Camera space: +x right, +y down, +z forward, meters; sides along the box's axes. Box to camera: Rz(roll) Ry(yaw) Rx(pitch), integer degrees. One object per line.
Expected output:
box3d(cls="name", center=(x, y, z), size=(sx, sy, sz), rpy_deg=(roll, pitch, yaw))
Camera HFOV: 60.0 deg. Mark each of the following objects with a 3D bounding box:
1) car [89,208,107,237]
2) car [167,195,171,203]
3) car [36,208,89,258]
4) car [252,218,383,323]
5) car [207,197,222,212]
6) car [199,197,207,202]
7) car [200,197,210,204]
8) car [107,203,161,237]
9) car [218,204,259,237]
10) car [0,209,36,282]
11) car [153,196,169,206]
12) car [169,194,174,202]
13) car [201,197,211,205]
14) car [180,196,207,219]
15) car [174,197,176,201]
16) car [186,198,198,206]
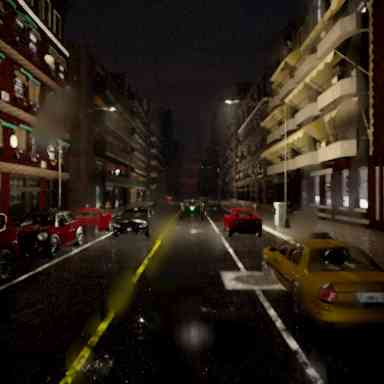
box3d(cls="car", center=(-5.687, 1.601, 18.391), size=(1.887, 1.381, 4.507), rpy_deg=(0, 0, 0))
box3d(cls="car", center=(-5.684, 1.738, 63.480), size=(2.008, 1.369, 4.403), rpy_deg=(0, 0, 0))
box3d(cls="car", center=(-5.688, 1.479, 12.754), size=(1.967, 1.590, 4.097), rpy_deg=(0, 0, 0))
box3d(cls="car", center=(2.692, 1.548, 7.284), size=(1.752, 1.417, 4.829), rpy_deg=(0, 0, 0))
box3d(cls="car", center=(2.695, 1.673, 40.930), size=(2.008, 1.369, 4.403), rpy_deg=(0, 0, 0))
box3d(cls="car", center=(2.699, 1.817, 80.384), size=(1.802, 1.307, 4.206), rpy_deg=(0, 0, 0))
box3d(cls="car", center=(2.698, 1.769, 69.111), size=(1.947, 1.339, 4.313), rpy_deg=(0, 0, 0))
box3d(cls="car", center=(-3.001, 1.573, 18.312), size=(1.837, 1.490, 4.892), rpy_deg=(0, -1, 0))
box3d(cls="car", center=(2.693, 1.601, 18.386), size=(1.887, 1.381, 4.507), rpy_deg=(0, 0, 0))
box3d(cls="car", center=(-5.687, 1.337, 7.119), size=(2.192, 1.841, 5.009), rpy_deg=(0, 0, 0))
box3d(cls="car", center=(-5.684, 1.722, 57.843), size=(2.008, 1.369, 4.403), rpy_deg=(0, 0, 0))
box3d(cls="car", center=(-5.682, 1.764, 74.753), size=(1.887, 1.381, 4.507), rpy_deg=(0, 0, 0))
box3d(cls="car", center=(2.698, 1.713, 63.645), size=(1.752, 1.417, 4.829), rpy_deg=(0, 0, 0))
box3d(cls="car", center=(0.036, 1.442, 29.881), size=(2.097, 1.767, 4.553), rpy_deg=(0, 0, 1))
box3d(cls="car", center=(-5.680, 1.566, 86.026), size=(2.192, 1.841, 5.009), rpy_deg=(0, 0, 0))
box3d(cls="car", center=(0.007, 1.773, 58.197), size=(1.895, 1.301, 4.718), rpy_deg=(0, 0, 0))
